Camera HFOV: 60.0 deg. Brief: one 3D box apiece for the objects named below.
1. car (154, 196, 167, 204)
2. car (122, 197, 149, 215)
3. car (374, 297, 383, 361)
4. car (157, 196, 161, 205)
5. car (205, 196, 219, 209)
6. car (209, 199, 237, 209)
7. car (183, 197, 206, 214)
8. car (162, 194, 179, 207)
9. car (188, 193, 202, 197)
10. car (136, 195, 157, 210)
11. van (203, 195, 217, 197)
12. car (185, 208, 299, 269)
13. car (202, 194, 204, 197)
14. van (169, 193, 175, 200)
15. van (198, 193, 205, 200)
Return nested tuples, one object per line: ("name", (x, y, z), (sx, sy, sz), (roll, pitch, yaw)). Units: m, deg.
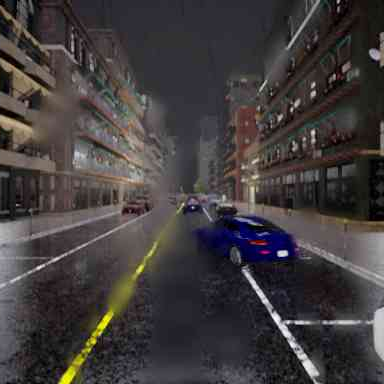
("car", (-5.675, 1.484, 60.924), (2.008, 1.369, 4.403), (0, 0, 0))
("car", (-5.679, 1.494, 32.602), (1.887, 1.381, 4.507), (0, 0, 0))
("car", (3.107, 1.225, 1.353), (2.150, 2.045, 5.566), (0, 0, 0))
("car", (-5.677, 1.505, 43.930), (1.947, 1.339, 4.313), (0, 0, 0))
("car", (2.702, 1.495, 38.265), (2.008, 1.369, 4.403), (0, 0, 0))
("car", (2.700, 1.507, 26.935), (2.008, 1.369, 4.403), (0, 0, 0))
("car", (0.100, 1.512, 34.560), (1.994, 1.385, 4.181), (0, 0, 0))
("car", (-3.048, 1.443, 50.446), (1.837, 1.490, 4.892), (0, -1, 0))
("car", (0.102, 1.288, 52.456), (2.097, 1.767, 4.553), (0, 0, 0))
("car", (-5.677, 1.259, 38.267), (2.192, 1.841, 5.009), (0, 0, 0))
("van", (2.704, 1.281, 43.927), (1.690, 1.788, 3.998), (0, 0, 0))
("car", (1.583, 1.505, 11.206), (1.812, 1.442, 4.674), (0, 0, -23))
("car", (2.705, 1.478, 60.922), (1.887, 1.381, 4.507), (0, 0, 0))
("van", (-5.668, 1.286, 94.913), (1.690, 1.788, 3.998), (0, 0, 0))
("van", (2.712, 1.286, 94.911), (1.690, 1.788, 3.998), (0, 0, 0))
